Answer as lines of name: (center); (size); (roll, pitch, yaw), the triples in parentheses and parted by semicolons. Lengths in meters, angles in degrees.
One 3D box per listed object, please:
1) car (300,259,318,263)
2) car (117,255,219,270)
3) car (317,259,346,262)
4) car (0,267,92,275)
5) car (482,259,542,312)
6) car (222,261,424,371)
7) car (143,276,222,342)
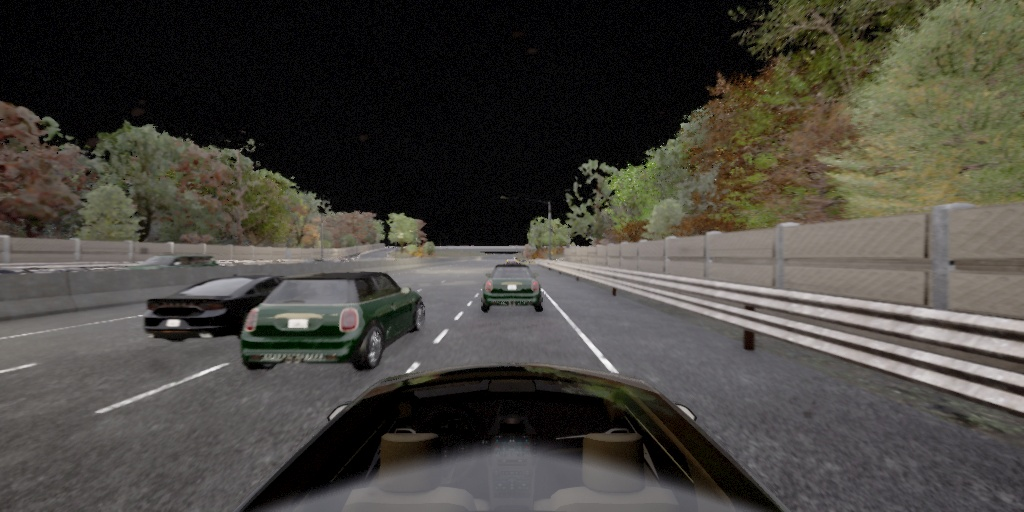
car: (-28.000, 1.175, 49.813); (1.837, 1.490, 4.892); (0, 2, 0)
car: (-21.086, 0.928, 22.274); (2.150, 2.045, 5.566); (0, 0, 0)
car: (-24.505, 1.176, 50.036); (1.882, 1.535, 5.008); (0, 1, 0)
car: (-24.590, 1.313, 19.290); (1.895, 1.301, 4.718); (0, 0, 0)
car: (0.002, 1.072, 14.227); (2.097, 1.767, 4.553); (0, 0, 0)
car: (-3.400, 1.087, 7.829); (2.097, 1.767, 4.553); (0, 0, 0)
car: (-6.896, 1.208, 9.778); (1.882, 1.535, 5.008); (0, 0, 0)
